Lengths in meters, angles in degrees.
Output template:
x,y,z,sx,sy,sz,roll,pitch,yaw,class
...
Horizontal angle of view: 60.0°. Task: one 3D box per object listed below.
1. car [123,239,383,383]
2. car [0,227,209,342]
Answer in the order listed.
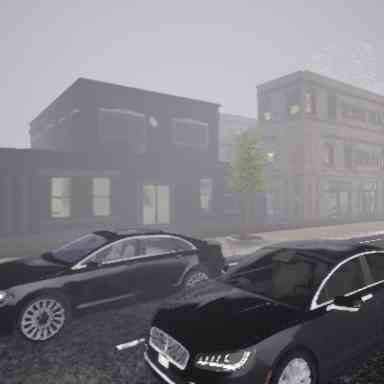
x,y,z,sx,sy,sz,roll,pitch,yaw,class
1.696,1.515,4.841,4.892,1.490,1.837,0,0,-35,car
-1.522,1.497,6.549,4.902,1.511,2.128,0,0,-35,car
